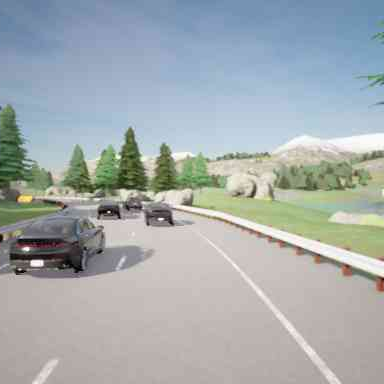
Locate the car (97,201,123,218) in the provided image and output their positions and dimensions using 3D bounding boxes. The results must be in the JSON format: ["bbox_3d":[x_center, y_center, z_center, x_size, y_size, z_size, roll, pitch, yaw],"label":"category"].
[{"bbox_3d":[-7.384,1.495,29.641,1.882,1.535,5.008,0,0,-14],"label":"car"}]

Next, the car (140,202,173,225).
[{"bbox_3d":[-2.489,1.511,23.879,1.837,1.490,4.892,0,0,-11],"label":"car"}]

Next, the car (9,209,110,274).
[{"bbox_3d":[-4.042,1.515,10.649,1.837,1.490,4.892,0,0,-5],"label":"car"}]

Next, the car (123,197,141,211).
[{"bbox_3d":[-7.510,1.448,41.740,2.033,1.649,4.856,0,0,-20],"label":"car"}]
